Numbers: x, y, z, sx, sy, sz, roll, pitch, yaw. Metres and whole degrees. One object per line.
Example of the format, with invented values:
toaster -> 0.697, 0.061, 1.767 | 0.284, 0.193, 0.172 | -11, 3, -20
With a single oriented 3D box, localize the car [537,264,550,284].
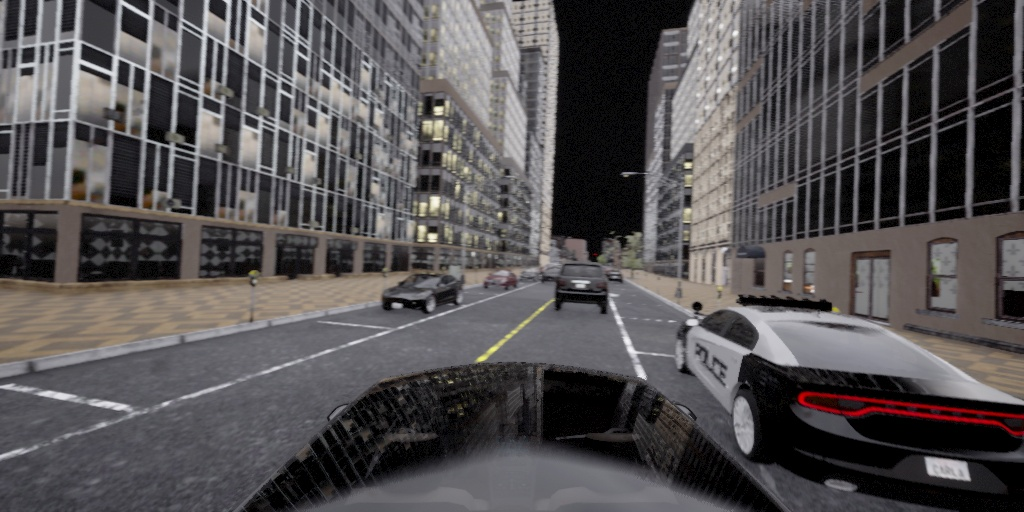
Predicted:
car -> 3.859, 1.800, 33.194 | 1.837, 1.490, 4.892 | 2, -1, 13

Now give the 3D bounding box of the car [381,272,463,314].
car -> -3.308, 1.316, 13.950 | 1.948, 1.339, 4.313 | 0, 0, 13

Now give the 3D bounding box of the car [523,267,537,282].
car -> 1.839, 1.791, 36.124 | 2.007, 1.370, 4.403 | 0, 0, 13

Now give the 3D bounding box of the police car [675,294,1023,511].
police car -> 3.724, 1.381, 5.102 | 1.930, 1.638, 5.238 | 2, -1, 13

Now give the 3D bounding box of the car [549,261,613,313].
car -> 3.226, 1.292, 16.324 | 2.150, 2.045, 5.566 | 2, -1, 13

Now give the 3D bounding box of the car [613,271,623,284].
car -> 11.278, 2.269, 39.755 | 1.948, 1.339, 4.313 | 0, 0, 13

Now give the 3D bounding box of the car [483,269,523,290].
car -> -0.734, 1.578, 25.035 | 1.802, 1.307, 4.207 | 0, 0, 13
